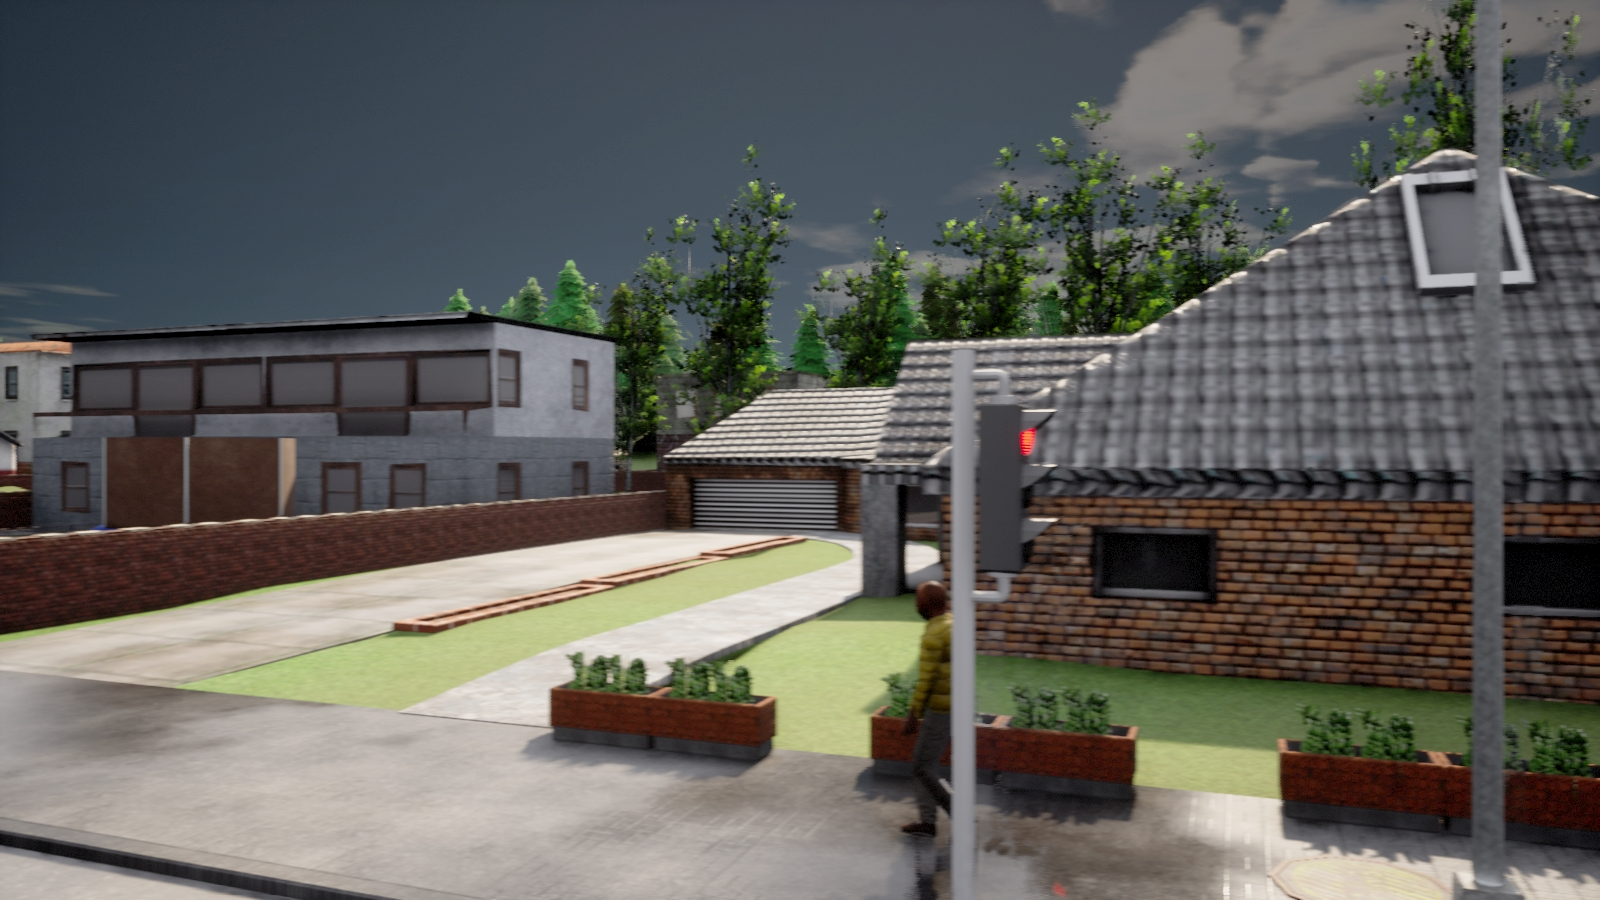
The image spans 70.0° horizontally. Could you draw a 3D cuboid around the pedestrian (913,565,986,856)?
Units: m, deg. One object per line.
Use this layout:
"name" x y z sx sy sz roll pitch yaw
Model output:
"pedestrian" 1.017 1.741 7.775 0.375 1.860 0.375 0 0 31
